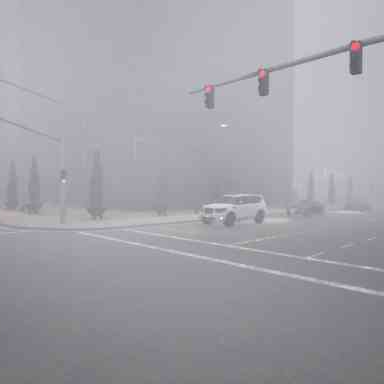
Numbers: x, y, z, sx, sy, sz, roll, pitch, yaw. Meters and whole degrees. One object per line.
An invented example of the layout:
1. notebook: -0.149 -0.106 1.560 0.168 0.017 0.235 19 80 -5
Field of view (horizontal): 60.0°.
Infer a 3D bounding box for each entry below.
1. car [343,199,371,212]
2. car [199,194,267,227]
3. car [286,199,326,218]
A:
1. car: 19.240 1.513 38.785 4.181 1.385 1.994 0 0 -45
2. car: 2.949 1.160 22.819 5.566 2.045 2.150 0 0 -44
3. car: 10.340 1.435 30.066 4.902 1.511 2.128 0 0 -44
